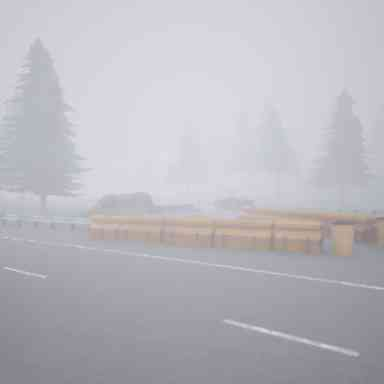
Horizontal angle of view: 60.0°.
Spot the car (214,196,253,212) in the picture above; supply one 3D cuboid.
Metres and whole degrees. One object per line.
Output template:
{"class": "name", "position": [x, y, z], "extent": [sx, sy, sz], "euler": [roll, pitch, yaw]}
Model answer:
{"class": "car", "position": [4.204, 1.156, 34.593], "extent": [1.882, 1.535, 5.008], "euler": [-1, 1, -31]}
